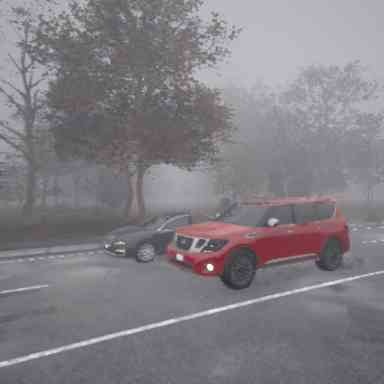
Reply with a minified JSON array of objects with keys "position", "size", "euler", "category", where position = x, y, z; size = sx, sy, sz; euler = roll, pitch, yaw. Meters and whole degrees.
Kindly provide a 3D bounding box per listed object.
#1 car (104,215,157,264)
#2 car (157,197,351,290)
[{"position":[-0.617,1.461,11.748],"size":[4.892,1.490,1.837],"euler":[0,0,-32],"category":"car"},{"position":[2.066,1.190,9.337],"size":[5.566,2.045,2.150],"euler":[0,0,-32],"category":"car"}]
